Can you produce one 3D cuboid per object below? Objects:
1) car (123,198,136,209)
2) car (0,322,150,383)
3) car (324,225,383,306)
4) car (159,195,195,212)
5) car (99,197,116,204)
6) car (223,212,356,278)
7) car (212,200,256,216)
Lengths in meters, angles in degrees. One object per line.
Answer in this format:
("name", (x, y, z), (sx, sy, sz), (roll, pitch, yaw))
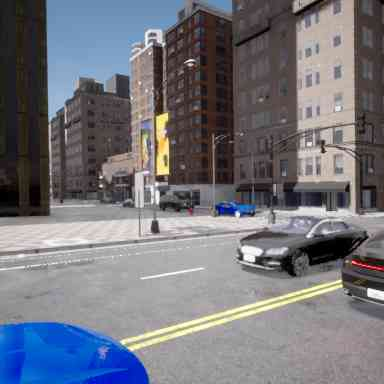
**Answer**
("car", (-8.893, 1.700, 50.292), (1.812, 1.442, 4.674), (-1, 0, -35))
("car", (-2.568, 1.478, 1.610), (5.008, 1.535, 1.882), (0, 0, -35))
("car", (5.123, 1.503, 7.097), (4.892, 1.490, 1.837), (0, 0, -36))
("car", (-1.933, 1.353, 40.368), (2.150, 2.045, 5.566), (-1, 0, -35))
("car", (-17.180, 1.739, 67.590), (2.033, 1.411, 5.357), (-1, 0, -35))
("car", (3.511, 1.490, 10.246), (4.902, 1.511, 2.128), (0, 0, -36))
("car", (3.976, 1.575, 31.983), (1.882, 1.535, 5.008), (-1, 0, -34))
